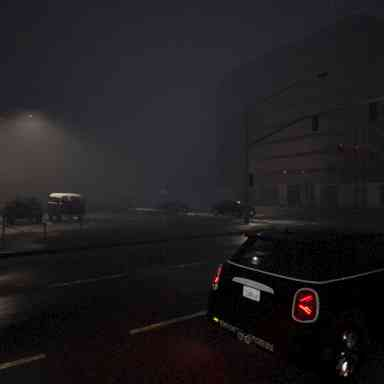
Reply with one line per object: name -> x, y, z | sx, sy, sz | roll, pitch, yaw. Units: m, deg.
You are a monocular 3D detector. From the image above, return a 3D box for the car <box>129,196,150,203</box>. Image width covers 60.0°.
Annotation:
car -> -11.048, 1.601, 69.648 | 2.033, 1.411, 5.357 | 0, 0, -35

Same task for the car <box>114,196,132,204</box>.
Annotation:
car -> -14.084, 1.619, 67.913 | 1.994, 1.385, 4.181 | 0, 0, -35

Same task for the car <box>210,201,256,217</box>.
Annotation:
car -> 3.689, 1.547, 30.499 | 2.128, 1.511, 4.902 | 0, 0, -35

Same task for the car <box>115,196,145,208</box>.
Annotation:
car -> -9.170, 1.656, 48.600 | 1.895, 1.301, 4.718 | 0, 0, -35

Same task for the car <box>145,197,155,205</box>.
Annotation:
car -> -9.025, 1.581, 60.795 | 1.812, 1.442, 4.674 | 0, 0, -36

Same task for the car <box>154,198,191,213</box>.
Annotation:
car -> -2.074, 1.656, 38.602 | 1.895, 1.301, 4.718 | 0, 0, -35

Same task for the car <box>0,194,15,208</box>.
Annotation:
car -> -31.836, 1.209, 56.384 | 1.932, 1.855, 4.605 | 0, 0, -35

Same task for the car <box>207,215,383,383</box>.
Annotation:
car -> 2.516, 1.352, 5.601 | 4.553, 1.767, 2.097 | 0, 0, -35
